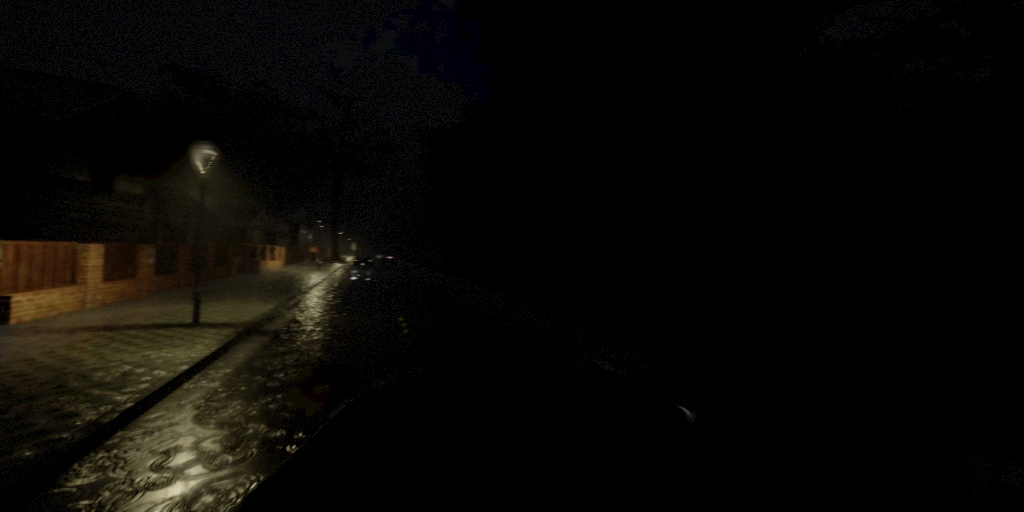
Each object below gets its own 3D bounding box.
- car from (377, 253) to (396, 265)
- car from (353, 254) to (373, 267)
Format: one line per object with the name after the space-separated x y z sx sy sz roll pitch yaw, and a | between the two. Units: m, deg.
-16.980 0.340 48.965 2.128 1.511 4.902 3 0 -22 | car
-15.938 0.490 38.440 1.895 1.301 4.718 3 0 -22 | car
